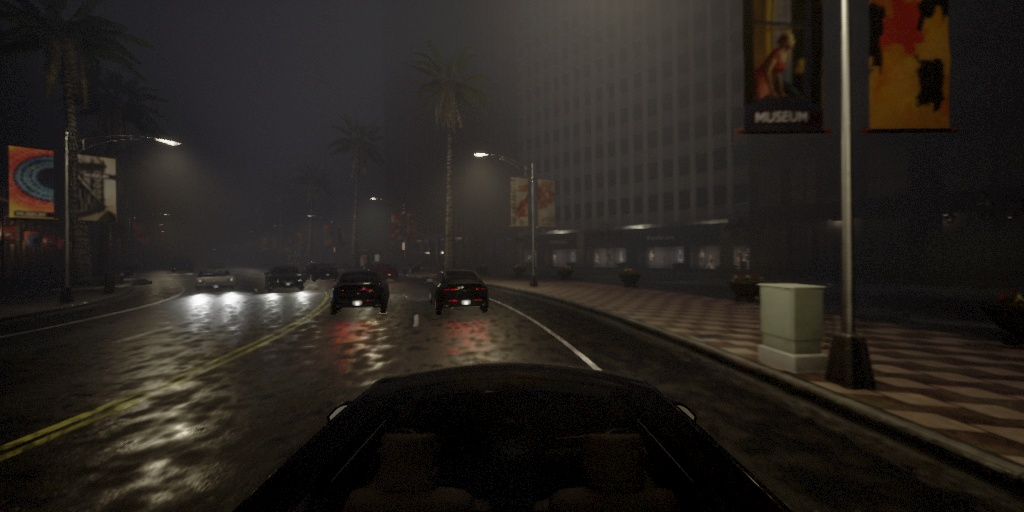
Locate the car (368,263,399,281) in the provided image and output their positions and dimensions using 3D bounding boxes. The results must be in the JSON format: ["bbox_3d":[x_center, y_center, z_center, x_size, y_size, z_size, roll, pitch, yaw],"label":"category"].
[{"bbox_3d":[-11.195,1.326,29.999,1.882,1.535,5.008,0,0,-40],"label":"car"}]

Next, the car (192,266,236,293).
[{"bbox_3d":[-18.884,1.520,22.834,1.895,1.301,4.718,-1,0,-41],"label":"car"}]

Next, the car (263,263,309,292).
[{"bbox_3d":[-14.297,1.382,22.549,1.837,1.490,4.892,0,0,-37],"label":"car"}]

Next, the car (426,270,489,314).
[{"bbox_3d":[-2.186,1.273,14.049,1.837,1.490,4.892,0,0,-16],"label":"car"}]

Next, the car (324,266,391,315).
[{"bbox_3d":[-5.864,1.307,14.140,1.837,1.490,4.892,0,0,-18],"label":"car"}]

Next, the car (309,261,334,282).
[{"bbox_3d":[-16.600,1.375,30.834,1.882,1.535,5.008,0,0,-43],"label":"car"}]
